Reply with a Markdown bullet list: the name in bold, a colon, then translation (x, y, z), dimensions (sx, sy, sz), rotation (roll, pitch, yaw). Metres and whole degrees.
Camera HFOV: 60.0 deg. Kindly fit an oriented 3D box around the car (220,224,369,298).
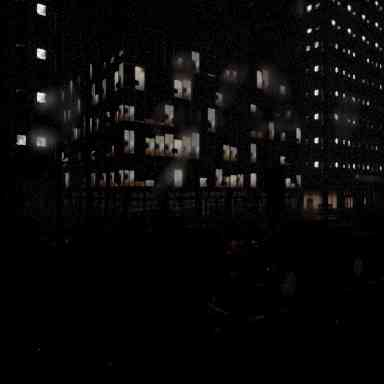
- **car**: translation (2.741, 1.545, 8.504), dimensions (4.507, 1.381, 1.887), rotation (0, 0, -35)
